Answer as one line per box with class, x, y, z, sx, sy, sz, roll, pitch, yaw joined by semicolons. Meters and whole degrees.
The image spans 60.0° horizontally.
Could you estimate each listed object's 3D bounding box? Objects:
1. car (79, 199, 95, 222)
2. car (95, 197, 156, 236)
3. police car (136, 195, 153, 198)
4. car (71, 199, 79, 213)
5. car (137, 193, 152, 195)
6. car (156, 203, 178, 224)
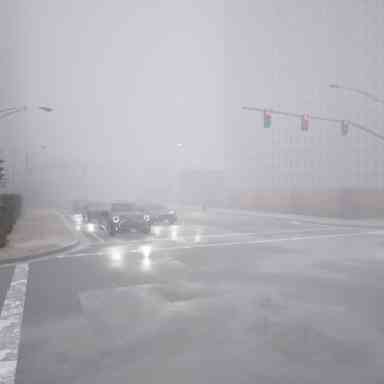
car;-7.722;1.478;27.011;1.882;1.535;5.008;0;0;-25
car;-3.863;1.352;18.632;2.097;1.767;4.553;0;0;-25
police car;-6.359;1.509;41.003;2.038;1.542;4.974;0;0;-25
car;-12.195;1.492;36.764;2.128;1.511;4.902;0;0;-24
car;-7.715;1.221;52.367;2.150;2.045;5.566;0;0;-24
car;-2.836;1.547;24.768;2.033;1.411;5.357;0;0;-25
